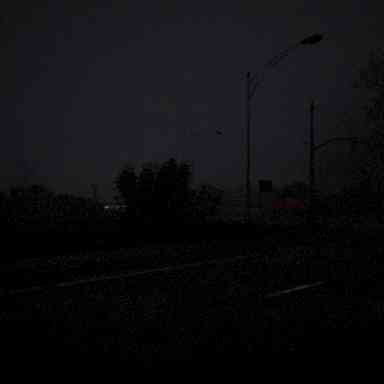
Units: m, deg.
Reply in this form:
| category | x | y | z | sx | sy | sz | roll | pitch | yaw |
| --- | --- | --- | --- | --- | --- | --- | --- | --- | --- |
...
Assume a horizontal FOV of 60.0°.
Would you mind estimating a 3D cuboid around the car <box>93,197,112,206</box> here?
| category | x | y | z | sx | sy | sz | roll | pitch | yaw |
| --- | --- | --- | --- | --- | --- | --- | --- | --- | --- |
| car | -15.655 | 1.574 | 54.654 | 2.033 | 1.411 | 5.357 | 0 | 0 | -38 |

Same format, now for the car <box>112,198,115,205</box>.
| category | x | y | z | sx | sy | sz | roll | pitch | yaw |
| --- | --- | --- | --- | --- | --- | --- | --- | --- | --- |
| car | -12.151 | 1.557 | 55.860 | 1.812 | 1.442 | 4.674 | 0 | 0 | -38 |

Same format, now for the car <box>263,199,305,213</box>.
| category | x | y | z | sx | sy | sz | roll | pitch | yaw |
| --- | --- | --- | --- | --- | --- | --- | --- | --- | --- |
| car | 10.598 | 1.513 | 38.716 | 1.882 | 1.535 | 5.008 | 0 | 0 | -39 |
